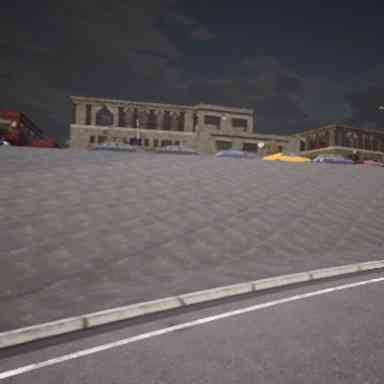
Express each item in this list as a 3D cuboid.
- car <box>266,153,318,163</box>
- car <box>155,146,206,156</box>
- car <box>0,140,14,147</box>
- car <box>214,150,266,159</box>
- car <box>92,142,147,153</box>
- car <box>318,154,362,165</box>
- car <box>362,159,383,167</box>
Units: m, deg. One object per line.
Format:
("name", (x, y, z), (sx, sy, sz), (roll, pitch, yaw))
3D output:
("car", (9.673, -3.168, 33.661), (5.008, 1.535, 2.097), (2, -2, -15))
("car", (-1.079, -3.493, 30.938), (4.892, 1.521, 2.231), (1, -2, -13))
("car", (-17.146, -3.999, 27.388), (4.553, 1.767, 2.185), (1, -2, -12))
("car", (4.311, -3.295, 32.240), (4.674, 1.452, 2.002), (2, -2, -14))
("car", (-6.466, -3.629, 29.741), (4.892, 1.521, 2.231), (1, -2, -12))
("car", (14.981, -3.124, 35.193), (4.553, 1.767, 2.185), (2, -2, -16))
("car", (20.442, -2.788, 36.899), (4.792, 1.488, 2.163), (2, -2, -17))
